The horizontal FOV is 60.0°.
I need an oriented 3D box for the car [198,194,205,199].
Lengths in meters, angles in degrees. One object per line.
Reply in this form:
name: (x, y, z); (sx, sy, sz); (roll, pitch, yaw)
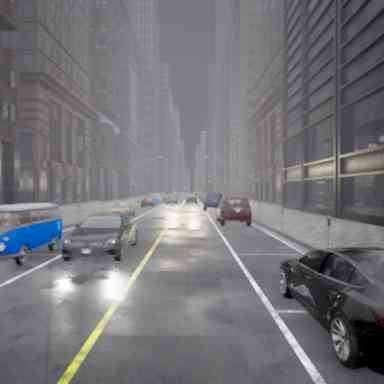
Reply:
car: (2.684, 1.167, 95.420); (1.887, 1.381, 4.507); (0, 0, 0)

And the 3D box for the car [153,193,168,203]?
car: (-5.813, 1.058, 61.688); (2.192, 1.841, 5.009); (0, 0, 0)

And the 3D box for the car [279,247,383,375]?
car: (2.758, 1.540, 5.521); (1.947, 1.339, 4.313); (0, 0, 0)

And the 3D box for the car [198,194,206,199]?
car: (2.689, 1.207, 89.802); (1.947, 1.339, 4.313); (0, 0, 0)

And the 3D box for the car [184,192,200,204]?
car: (-0.046, 1.271, 55.724); (1.837, 1.490, 4.892); (0, 0, 0)

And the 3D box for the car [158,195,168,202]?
car: (-5.818, 1.247, 67.137); (1.752, 1.417, 4.829); (0, 0, 0)

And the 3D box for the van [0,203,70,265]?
van: (-5.771, 1.290, 11.123); (1.690, 1.788, 3.998); (0, 0, 0)

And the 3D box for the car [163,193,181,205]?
car: (-3.115, 1.283, 52.455); (1.837, 1.490, 4.892); (0, 0, 0)

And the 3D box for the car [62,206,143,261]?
car: (-3.111, 1.470, 12.120); (1.812, 1.442, 4.674); (0, 0, 0)

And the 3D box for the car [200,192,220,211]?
car: (2.363, 1.065, 37.628); (2.150, 2.045, 5.566); (0, 0, 0)

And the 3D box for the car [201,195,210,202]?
car: (2.707, 1.303, 67.327); (1.802, 1.307, 4.206); (0, 0, 0)

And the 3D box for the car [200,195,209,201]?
car: (2.703, 1.281, 72.945); (1.802, 1.307, 4.206); (0, 0, 0)

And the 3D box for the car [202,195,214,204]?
car: (2.716, 1.289, 56.259); (1.752, 1.417, 4.829); (0, 0, 0)

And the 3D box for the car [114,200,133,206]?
car: (-5.785, 1.402, 27.808); (1.752, 1.417, 4.829); (0, 0, 0)

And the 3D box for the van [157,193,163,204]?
van: (-5.804, 1.128, 50.451); (1.690, 1.788, 3.998); (0, 0, 0)

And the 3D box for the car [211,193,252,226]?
car: (2.744, 1.214, 22.376); (2.192, 1.841, 5.009); (0, 0, 0)

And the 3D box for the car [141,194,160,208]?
car: (-5.799, 1.353, 44.833); (1.887, 1.381, 4.507); (0, 0, 0)
